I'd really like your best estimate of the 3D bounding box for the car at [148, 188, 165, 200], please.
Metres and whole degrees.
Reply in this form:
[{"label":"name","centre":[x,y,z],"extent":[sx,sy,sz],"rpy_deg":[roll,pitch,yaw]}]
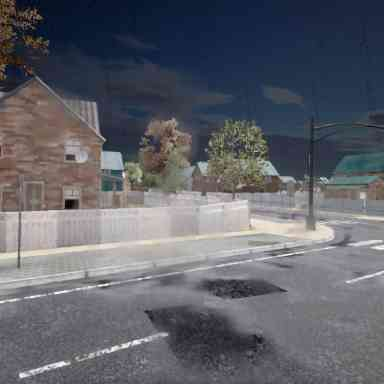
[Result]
[{"label":"car","centre":[-6.664,0.336,61.598],"extent":[2.150,2.045,5.566],"rpy_deg":[1,0,-21]}]
